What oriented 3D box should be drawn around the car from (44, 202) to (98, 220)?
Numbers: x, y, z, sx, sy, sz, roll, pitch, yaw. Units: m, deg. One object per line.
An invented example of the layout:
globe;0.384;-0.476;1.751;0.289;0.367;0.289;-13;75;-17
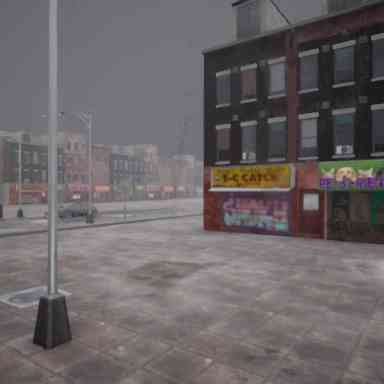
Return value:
car;-9.855;1.491;27.302;1.994;1.385;4.181;0;0;35
